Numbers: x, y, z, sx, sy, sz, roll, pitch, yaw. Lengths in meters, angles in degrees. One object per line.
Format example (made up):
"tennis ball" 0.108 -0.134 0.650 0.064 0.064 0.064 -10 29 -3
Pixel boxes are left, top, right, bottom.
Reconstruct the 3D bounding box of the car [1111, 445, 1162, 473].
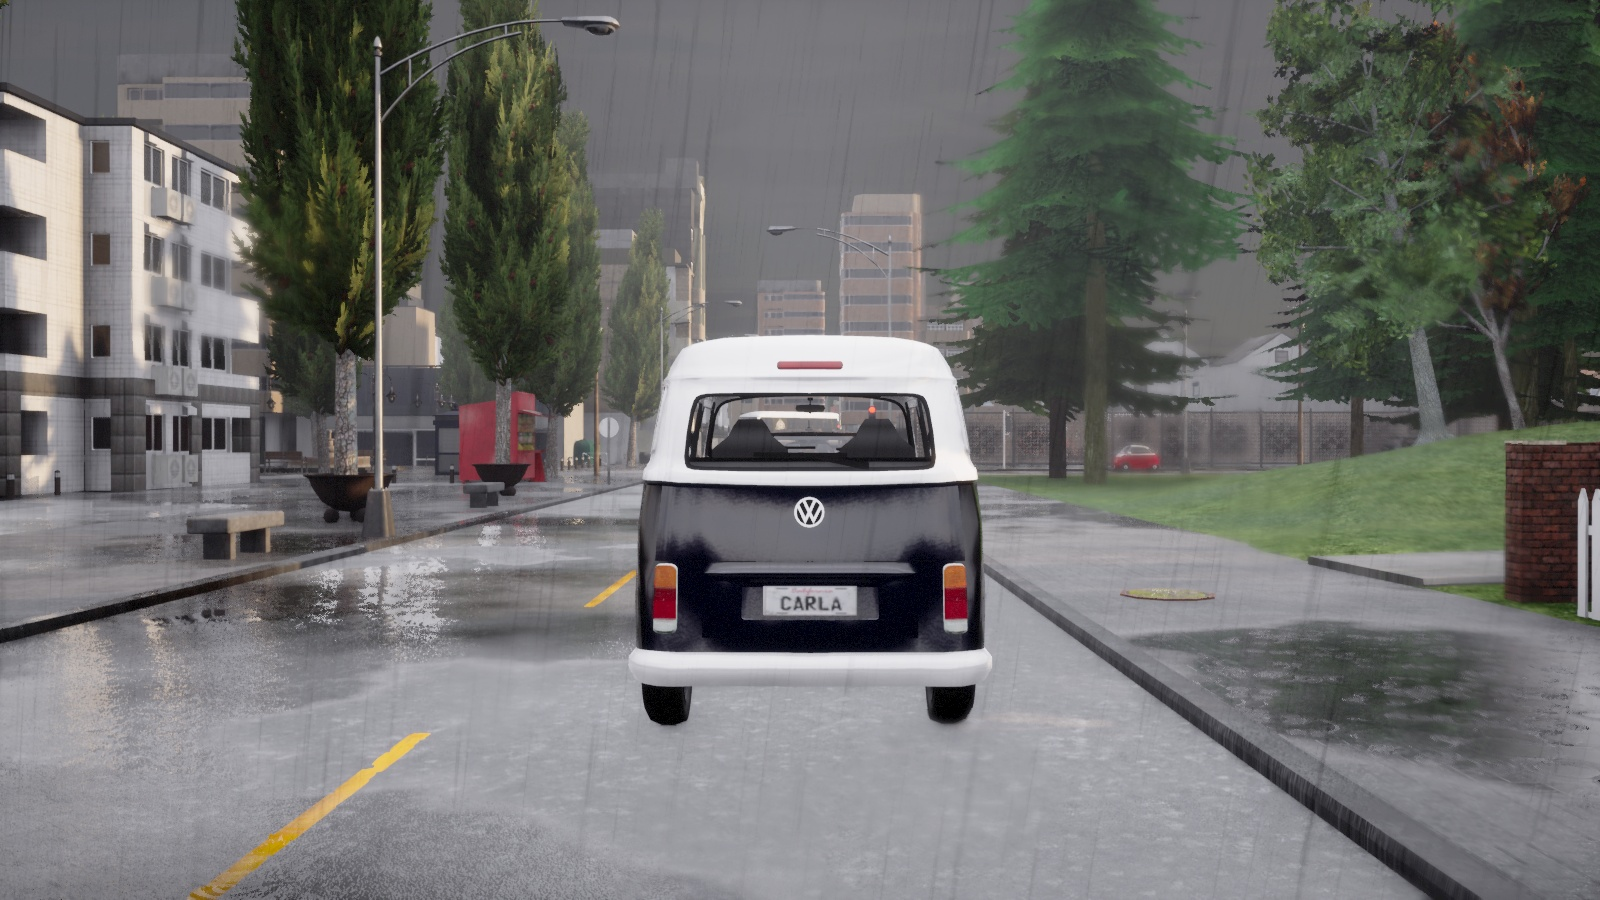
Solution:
"car" 17.163 0.453 64.179 2.207 1.376 1.481 0 0 0

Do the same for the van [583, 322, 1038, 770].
"van" 0.064 0.425 7.961 2.069 2.038 4.480 0 0 0

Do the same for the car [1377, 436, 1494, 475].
"car" 30.391 0.249 60.109 4.605 1.855 1.932 0 0 0
